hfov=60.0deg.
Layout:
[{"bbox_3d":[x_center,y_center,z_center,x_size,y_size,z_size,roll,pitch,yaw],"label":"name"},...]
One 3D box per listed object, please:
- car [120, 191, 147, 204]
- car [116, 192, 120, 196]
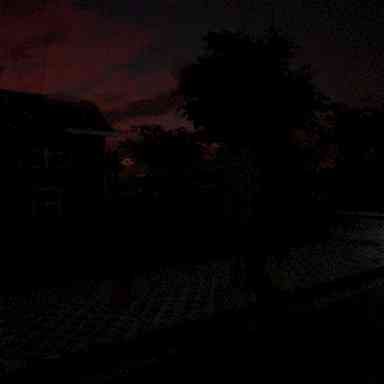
[{"bbox_3d":[-7.636,1.065,45.687,2.128,1.511,4.902,-2,1,-34],"label":"car"},{"bbox_3d":[-19.431,0.730,92.281,2.097,1.767,4.553,-1,0,5],"label":"car"}]
